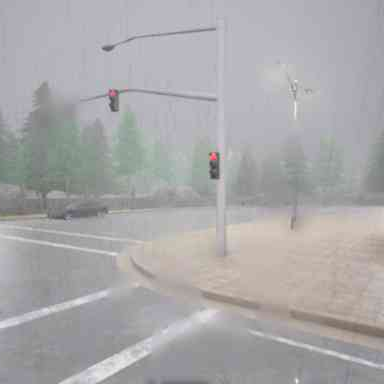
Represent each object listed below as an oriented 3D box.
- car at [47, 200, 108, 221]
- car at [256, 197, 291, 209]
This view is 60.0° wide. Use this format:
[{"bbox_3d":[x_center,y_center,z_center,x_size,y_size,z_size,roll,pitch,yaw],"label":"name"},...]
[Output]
[{"bbox_3d":[-8.983,1.465,26.423,1.837,1.490,4.892,0,1,38],"label":"car"},{"bbox_3d":[10.727,1.380,43.598,4.674,1.442,1.812,0,0,-20],"label":"car"}]
